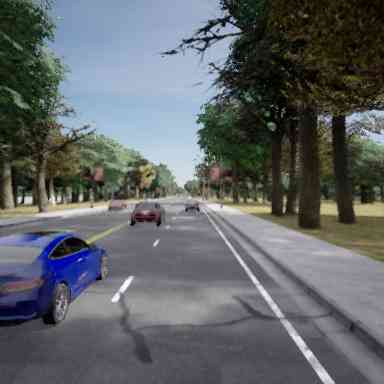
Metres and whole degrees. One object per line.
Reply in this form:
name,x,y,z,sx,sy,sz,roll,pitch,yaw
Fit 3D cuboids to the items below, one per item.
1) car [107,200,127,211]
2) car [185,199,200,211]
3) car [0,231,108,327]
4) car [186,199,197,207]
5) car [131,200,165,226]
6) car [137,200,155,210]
car,-9.873,1.768,44.427,1.812,1.442,4.674,0,-1,0
car,0.055,1.785,43.780,2.033,1.411,5.357,0,0,0
car,-3.150,1.556,7.038,1.812,1.442,4.674,0,0,0
car,-0.133,1.968,60.232,1.895,1.301,4.718,0,0,0
car,-3.148,1.467,24.603,2.097,1.767,4.553,0,0,0
car,-6.639,1.836,48.317,1.994,1.385,4.181,0,0,0
